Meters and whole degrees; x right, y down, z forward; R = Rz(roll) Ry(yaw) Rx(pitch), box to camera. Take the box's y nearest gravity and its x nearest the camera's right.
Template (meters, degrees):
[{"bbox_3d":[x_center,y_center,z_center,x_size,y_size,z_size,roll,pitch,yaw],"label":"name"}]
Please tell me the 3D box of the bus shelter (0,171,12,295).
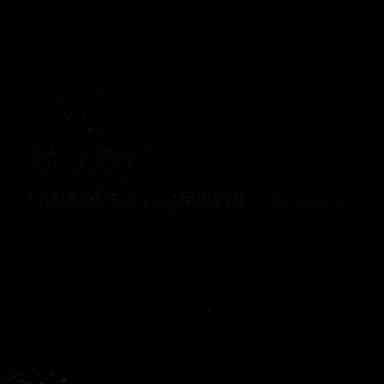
[{"bbox_3d":[-6.264,0.873,7.900,3.880,2.740,1.920,1,0,36],"label":"bus shelter"}]
